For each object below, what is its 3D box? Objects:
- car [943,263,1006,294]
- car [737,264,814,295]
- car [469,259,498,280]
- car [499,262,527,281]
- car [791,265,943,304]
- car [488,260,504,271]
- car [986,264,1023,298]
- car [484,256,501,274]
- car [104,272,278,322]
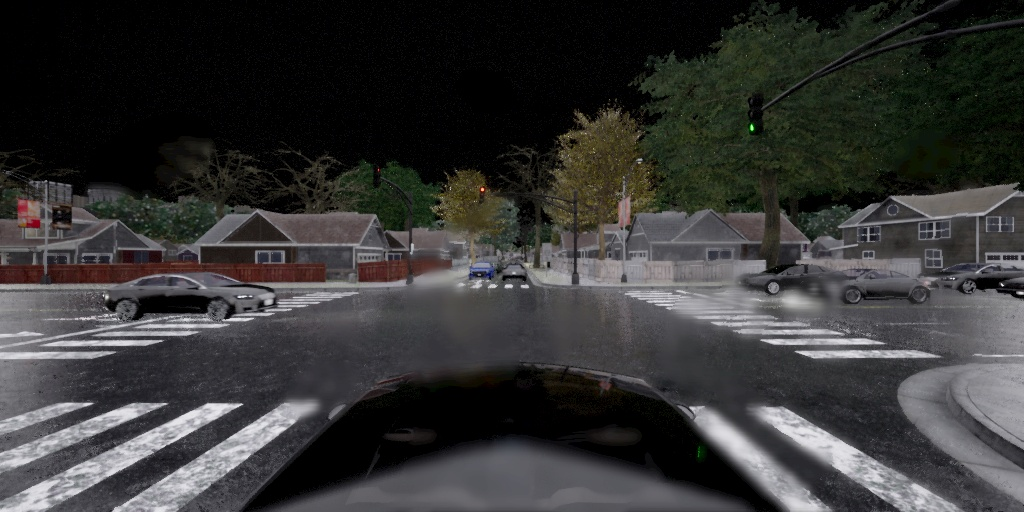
[{"bbox_3d":[23.592,1.093,18.193,4.902,1.511,2.128,0,0,1],"label":"car"},{"bbox_3d":[14.262,1.159,18.330,4.892,1.490,1.837,0,0,2],"label":"car"},{"bbox_3d":[-2.595,1.242,31.422,1.882,1.535,5.008,0,0,1],"label":"car"},{"bbox_3d":[0.226,1.327,30.576,1.994,1.385,4.181,0,0,2],"label":"car"},{"bbox_3d":[14.716,1.217,15.082,4.181,1.385,1.994,0,0,1],"label":"car"},{"bbox_3d":[-2.269,1.331,51.975,2.033,1.411,5.357,0,0,1],"label":"car"},{"bbox_3d":[23.953,1.149,14.935,5.357,1.411,2.033,0,0,1],"label":"car"},{"bbox_3d":[-2.401,0.994,41.658,2.150,2.045,5.566,0,0,1],"label":"car"},{"bbox_3d":[-10.576,1.294,12.033,4.902,1.511,2.128,0,0,1],"label":"car"}]
